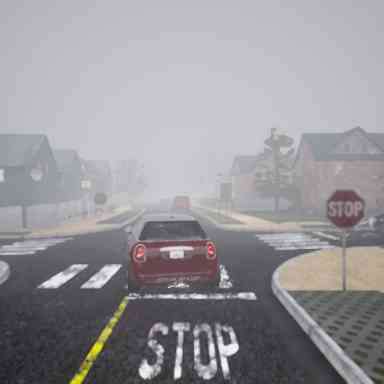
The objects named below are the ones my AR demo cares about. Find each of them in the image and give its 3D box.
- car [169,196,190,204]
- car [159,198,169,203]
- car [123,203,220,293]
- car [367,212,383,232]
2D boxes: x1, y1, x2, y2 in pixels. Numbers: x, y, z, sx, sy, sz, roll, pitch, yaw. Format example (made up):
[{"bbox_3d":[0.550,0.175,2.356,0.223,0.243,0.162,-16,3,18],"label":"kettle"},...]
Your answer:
[{"bbox_3d":[-1.497,1.509,42.815,2.150,2.045,5.566,0,0,-6],"label":"car"},{"bbox_3d":[-5.747,2.067,68.753,1.882,1.535,5.008,0,-1,-12],"label":"car"},{"bbox_3d":[-0.790,1.373,9.285,2.097,1.767,4.553,0,0,-12],"label":"car"},{"bbox_3d":[11.274,1.248,16.406,4.902,1.511,2.128,-1,-1,0],"label":"car"}]
